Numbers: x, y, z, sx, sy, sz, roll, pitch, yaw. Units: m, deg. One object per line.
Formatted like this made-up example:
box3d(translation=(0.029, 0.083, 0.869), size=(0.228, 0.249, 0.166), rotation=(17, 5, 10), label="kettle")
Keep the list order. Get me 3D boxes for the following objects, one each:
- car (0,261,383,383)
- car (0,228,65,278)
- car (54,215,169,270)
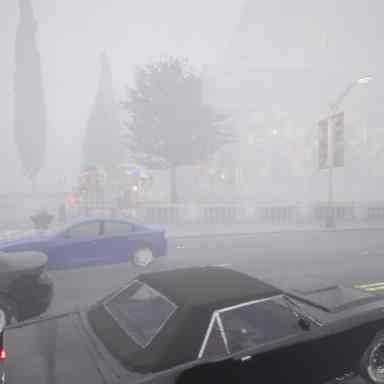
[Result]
box3d(translation=(0.462, 1.600, 3.883), size=(4.718, 1.301, 1.895), rotation=(0, 0, -30), label="car")
box3d(translation=(-4.689, 1.477, 4.750), size=(5.008, 1.535, 1.882), rotation=(0, 0, -34), label="car")
box3d(translation=(-3.137, 1.477, 9.870), size=(5.008, 1.535, 1.882), rotation=(0, 0, -29), label="car")
